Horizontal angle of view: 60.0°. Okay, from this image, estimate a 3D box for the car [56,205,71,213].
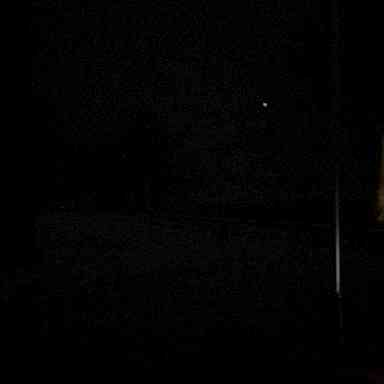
[{"bbox_3d":[-25.475,3.254,65.743,2.128,1.511,4.902,-1,-1,-35],"label":"car"}]

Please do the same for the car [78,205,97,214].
[{"bbox_3d":[-16.884,2.847,53.768,1.994,1.385,4.181,-1,-1,-36],"label":"car"}]
